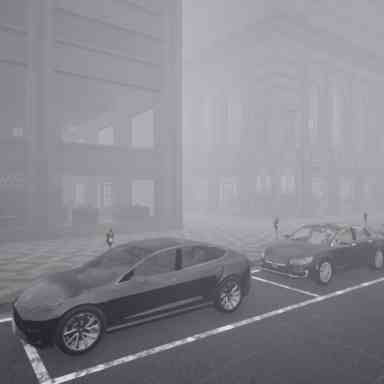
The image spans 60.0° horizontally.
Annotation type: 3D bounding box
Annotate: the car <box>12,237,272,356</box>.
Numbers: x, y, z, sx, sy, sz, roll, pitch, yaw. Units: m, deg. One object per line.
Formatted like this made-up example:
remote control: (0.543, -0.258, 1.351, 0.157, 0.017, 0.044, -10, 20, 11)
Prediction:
car: (-0.805, 1.566, 6.071, 4.313, 1.339, 1.947, 0, 0, -35)

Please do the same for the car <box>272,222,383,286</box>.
car: (3.791, 1.551, 9.333, 4.403, 1.369, 2.008, 0, 0, -35)
